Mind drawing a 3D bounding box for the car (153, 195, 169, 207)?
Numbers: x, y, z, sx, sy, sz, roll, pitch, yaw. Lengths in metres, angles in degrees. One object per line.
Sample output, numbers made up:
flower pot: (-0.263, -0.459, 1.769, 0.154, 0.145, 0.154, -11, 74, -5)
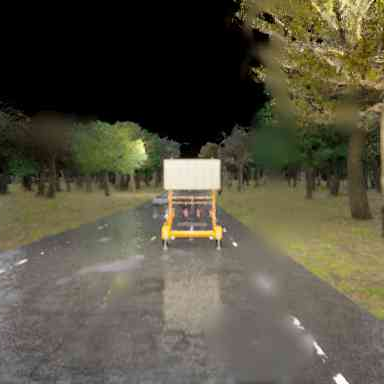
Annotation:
car: (-3.586, 1.007, 39.886, 1.895, 1.301, 4.718, 0, 1, 0)

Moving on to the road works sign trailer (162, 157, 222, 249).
road works sign trailer: (0.002, 0.342, 13.851, 2.380, 3.560, 2.880, 0, 1, 0)
